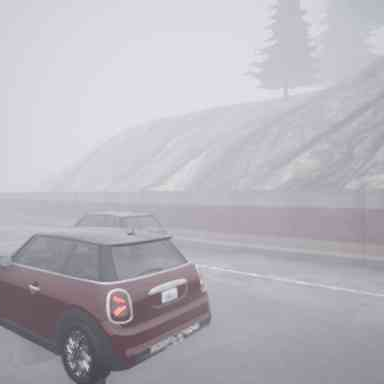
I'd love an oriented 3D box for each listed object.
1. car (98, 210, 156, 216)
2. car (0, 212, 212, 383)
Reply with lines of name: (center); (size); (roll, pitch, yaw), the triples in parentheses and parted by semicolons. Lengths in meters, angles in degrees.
car: (-2.776, 1.402, 10.778); (4.553, 1.767, 2.097); (0, 0, 39)
car: (-1.976, 1.379, 5.662); (4.553, 1.767, 2.097); (0, 0, 38)
